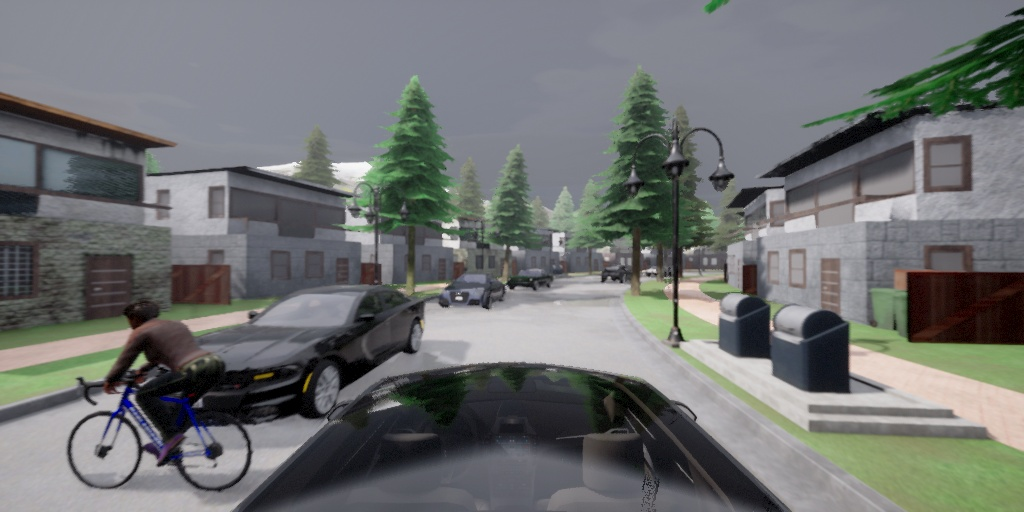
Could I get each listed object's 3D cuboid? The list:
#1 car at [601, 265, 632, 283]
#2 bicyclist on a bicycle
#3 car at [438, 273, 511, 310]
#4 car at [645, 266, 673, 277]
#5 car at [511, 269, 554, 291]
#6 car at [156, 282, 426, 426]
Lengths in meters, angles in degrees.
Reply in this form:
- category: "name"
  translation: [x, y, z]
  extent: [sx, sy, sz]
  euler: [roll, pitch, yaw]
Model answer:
- category: "car"
  translation: [9.317, 1.561, 31.618]
  extent: [1.837, 1.490, 4.892]
  euler: [0, 0, 32]
- category: "bicyclist on a bicycle"
  translation: [-3.018, 1.207, 3.068]
  extent: [1.656, 1.620, 0.582]
  euler: [0, -1, 2]
- category: "car"
  translation: [-1.590, 1.439, 15.580]
  extent: [1.994, 1.385, 4.181]
  euler: [0, -1, 12]
- category: "car"
  translation: [17.338, 1.772, 41.733]
  extent: [4.718, 1.301, 1.895]
  euler: [1, -1, -45]
- category: "car"
  translation: [1.323, 1.566, 24.326]
  extent: [1.895, 1.301, 4.718]
  euler: [0, -1, 23]
- category: "car"
  translation: [-3.065, 1.261, 6.196]
  extent: [1.882, 1.535, 5.008]
  euler: [0, 0, 6]
